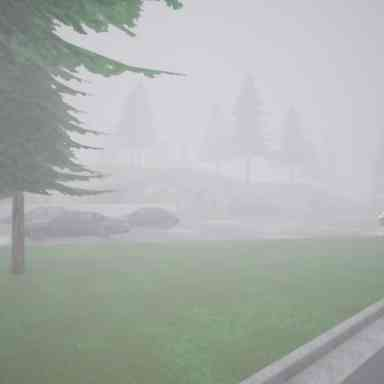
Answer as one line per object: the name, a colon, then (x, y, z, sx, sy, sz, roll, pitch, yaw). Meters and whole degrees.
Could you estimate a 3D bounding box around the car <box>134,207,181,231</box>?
car: (-3.028, 1.653, 20.868, 4.674, 1.442, 1.812, 0, 0, -13)

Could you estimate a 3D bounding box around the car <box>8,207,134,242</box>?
car: (-5.789, 1.631, 16.565, 5.357, 1.411, 2.033, 0, 0, -14)

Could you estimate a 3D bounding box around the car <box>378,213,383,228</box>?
car: (14.968, 1.587, 22.750, 4.553, 1.767, 2.097, 0, -1, -26)

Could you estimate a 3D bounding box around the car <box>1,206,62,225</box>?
car: (-9.916, 1.652, 22.774, 5.357, 1.411, 2.033, 0, 0, -14)
